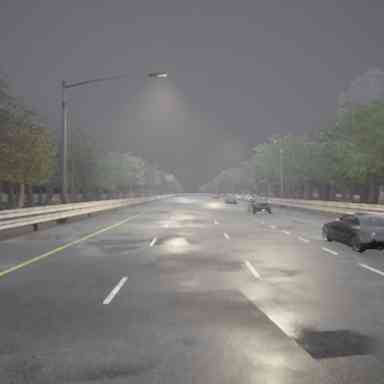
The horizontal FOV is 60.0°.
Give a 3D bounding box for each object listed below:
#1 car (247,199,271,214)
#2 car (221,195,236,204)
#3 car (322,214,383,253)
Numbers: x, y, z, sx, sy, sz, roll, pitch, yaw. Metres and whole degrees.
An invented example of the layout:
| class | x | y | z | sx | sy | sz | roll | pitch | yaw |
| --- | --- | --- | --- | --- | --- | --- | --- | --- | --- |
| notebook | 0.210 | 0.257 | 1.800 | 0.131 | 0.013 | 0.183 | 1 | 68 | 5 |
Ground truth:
| class | x | y | z | sx | sy | sz | roll | pitch | yaw |
| --- | --- | --- | --- | --- | --- | --- | --- | --- | --- |
| car | 7.067 | 1.526 | 35.191 | 1.837 | 1.490 | 4.892 | 0 | 0 | 0 |
| car | 7.181 | 1.602 | 62.534 | 1.994 | 1.385 | 4.181 | 0 | 0 | 0 |
| car | 7.011 | 1.574 | 13.726 | 1.994 | 1.385 | 4.181 | 0 | 0 | 0 |
